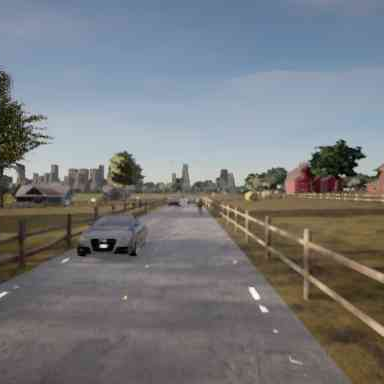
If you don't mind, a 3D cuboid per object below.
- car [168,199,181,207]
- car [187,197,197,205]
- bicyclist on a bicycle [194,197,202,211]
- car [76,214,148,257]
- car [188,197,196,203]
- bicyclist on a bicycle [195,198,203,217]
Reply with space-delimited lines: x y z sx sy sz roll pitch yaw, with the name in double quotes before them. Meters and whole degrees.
"car" -2.816 1.705 53.183 1.895 1.301 4.718 0 0 0
"car" 0.030 1.712 65.024 2.033 1.411 5.357 0 0 1
"bicyclist on a bicycle" 0.738 1.492 41.038 0.866 1.612 1.509 0 0 0
"car" -2.849 1.547 12.675 1.994 1.385 4.181 0 0 0
"car" 0.004 1.794 77.083 1.994 1.385 4.181 0 0 0
"bicyclist on a bicycle" 0.757 1.471 30.443 0.582 1.620 1.656 0 -1 0
